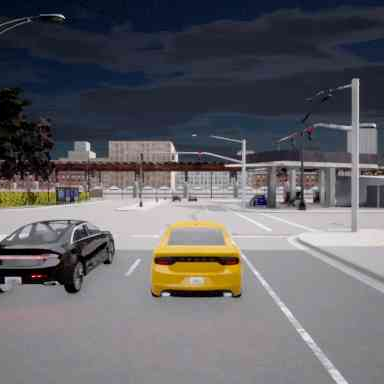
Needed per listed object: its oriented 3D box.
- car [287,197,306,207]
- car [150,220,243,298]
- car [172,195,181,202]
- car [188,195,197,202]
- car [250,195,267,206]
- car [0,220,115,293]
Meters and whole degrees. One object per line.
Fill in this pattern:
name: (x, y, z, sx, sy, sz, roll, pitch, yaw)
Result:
car: (15.564, 1.425, 49.599, 1.970, 1.475, 3.806, 0, 0, 0)
car: (0.101, 1.468, 8.576, 1.882, 1.535, 5.008, 0, 0, 0)
car: (-3.339, 1.386, 73.552, 1.837, 1.490, 4.892, 0, 0, 0)
car: (0.161, 1.446, 73.545, 1.994, 1.385, 4.181, 0, 0, 0)
car: (9.818, 1.253, 48.849, 2.242, 1.667, 4.611, 0, 0, 0)
car: (-3.398, 1.474, 8.793, 2.128, 1.511, 4.902, 0, 0, 0)
